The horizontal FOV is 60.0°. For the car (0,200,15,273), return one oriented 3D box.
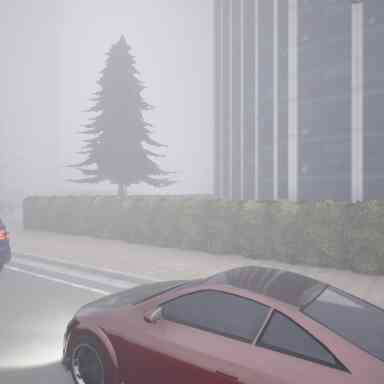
[{"bbox_3d":[-7.153,1.221,9.060,5.566,2.045,2.150,0,0,35],"label":"car"}]

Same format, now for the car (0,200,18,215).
[{"bbox_3d":[-20.361,1.560,33.239,1.837,1.490,4.892,0,0,35],"label":"car"}]

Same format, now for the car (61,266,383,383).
[{"bbox_3d":[0.457,1.564,3.667,4.181,1.385,1.994,0,0,35],"label":"car"}]
